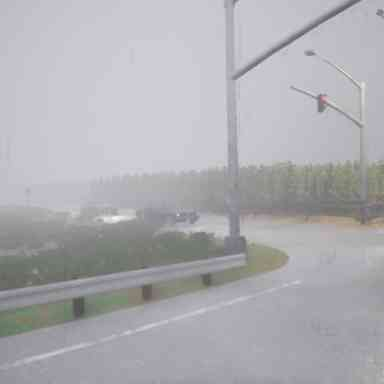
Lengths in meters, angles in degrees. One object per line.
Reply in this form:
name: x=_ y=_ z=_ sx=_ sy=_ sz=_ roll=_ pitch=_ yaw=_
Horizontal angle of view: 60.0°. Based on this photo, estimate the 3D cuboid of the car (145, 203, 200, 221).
car: x=-1.611 y=1.361 z=21.041 sx=1.895 sy=1.301 sz=4.718 roll=-2 pitch=1 yaw=-40

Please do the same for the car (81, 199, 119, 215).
car: x=-8.037 y=1.354 z=28.651 sx=1.994 sy=1.385 sz=4.181 roll=-2 pitch=1 yaw=-41

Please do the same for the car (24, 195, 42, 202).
car: x=-26.586 y=1.312 z=55.660 sx=1.812 sy=1.442 sz=4.674 roll=-2 pitch=1 yaw=-40
